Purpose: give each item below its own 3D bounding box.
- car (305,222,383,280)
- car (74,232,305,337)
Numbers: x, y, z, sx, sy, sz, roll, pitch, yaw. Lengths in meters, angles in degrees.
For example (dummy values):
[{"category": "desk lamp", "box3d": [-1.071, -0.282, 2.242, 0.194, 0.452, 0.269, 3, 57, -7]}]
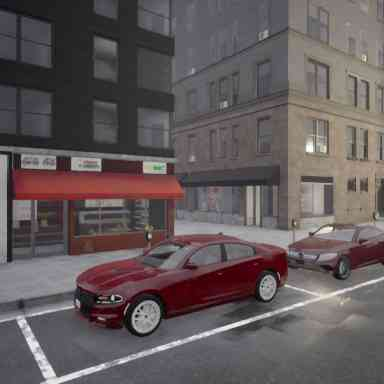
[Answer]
[{"category": "car", "box3d": [4.521, 1.577, 9.863, 4.206, 1.307, 1.802, 0, 0, -35]}, {"category": "car", "box3d": [0.000, 1.545, 6.643, 4.507, 1.381, 1.887, 0, 0, -35]}]
